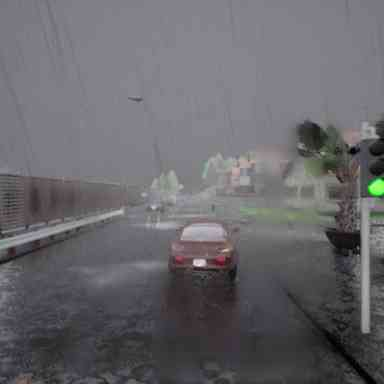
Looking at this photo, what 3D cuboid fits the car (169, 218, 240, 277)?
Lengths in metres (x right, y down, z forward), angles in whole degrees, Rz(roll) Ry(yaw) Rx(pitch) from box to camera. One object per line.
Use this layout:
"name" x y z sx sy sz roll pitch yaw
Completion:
"car" 0.489 1.542 10.318 1.812 1.442 4.674 0 0 8

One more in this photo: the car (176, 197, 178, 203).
"car" -4.002 1.488 69.076 1.812 1.442 4.674 0 0 0

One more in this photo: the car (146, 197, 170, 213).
"car" -4.090 1.554 38.244 2.128 1.511 4.902 0 0 0

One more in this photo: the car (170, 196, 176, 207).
"car" -4.062 1.594 53.995 1.837 1.490 4.892 0 0 0
